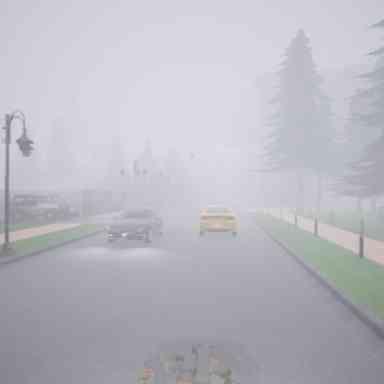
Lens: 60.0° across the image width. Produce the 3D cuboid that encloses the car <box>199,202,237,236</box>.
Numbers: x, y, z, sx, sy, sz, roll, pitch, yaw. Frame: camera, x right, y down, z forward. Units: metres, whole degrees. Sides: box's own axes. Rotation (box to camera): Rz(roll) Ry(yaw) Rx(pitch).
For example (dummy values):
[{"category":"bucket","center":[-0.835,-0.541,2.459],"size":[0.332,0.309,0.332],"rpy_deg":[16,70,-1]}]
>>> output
[{"category":"car","center":[1.444,1.447,18.424],"size":[1.882,1.535,5.008],"rpy_deg":[0,0,5]}]

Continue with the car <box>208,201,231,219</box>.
[{"category":"car","center":[2.392,1.552,29.653],"size":[1.895,1.301,4.718],"rpy_deg":[0,0,4]}]

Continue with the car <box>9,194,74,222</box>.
[{"category":"car","center":[-10.731,1.109,23.321],"size":[3.866,1.878,1.905],"rpy_deg":[0,0,5]}]

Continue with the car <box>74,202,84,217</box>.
[{"category":"car","center":[-10.906,1.102,25.859],"size":[4.605,1.855,1.932],"rpy_deg":[0,0,5]}]

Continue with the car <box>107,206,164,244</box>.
[{"category":"car","center":[-2.508,1.471,15.784],"size":[1.837,1.490,4.892],"rpy_deg":[0,0,5]}]
